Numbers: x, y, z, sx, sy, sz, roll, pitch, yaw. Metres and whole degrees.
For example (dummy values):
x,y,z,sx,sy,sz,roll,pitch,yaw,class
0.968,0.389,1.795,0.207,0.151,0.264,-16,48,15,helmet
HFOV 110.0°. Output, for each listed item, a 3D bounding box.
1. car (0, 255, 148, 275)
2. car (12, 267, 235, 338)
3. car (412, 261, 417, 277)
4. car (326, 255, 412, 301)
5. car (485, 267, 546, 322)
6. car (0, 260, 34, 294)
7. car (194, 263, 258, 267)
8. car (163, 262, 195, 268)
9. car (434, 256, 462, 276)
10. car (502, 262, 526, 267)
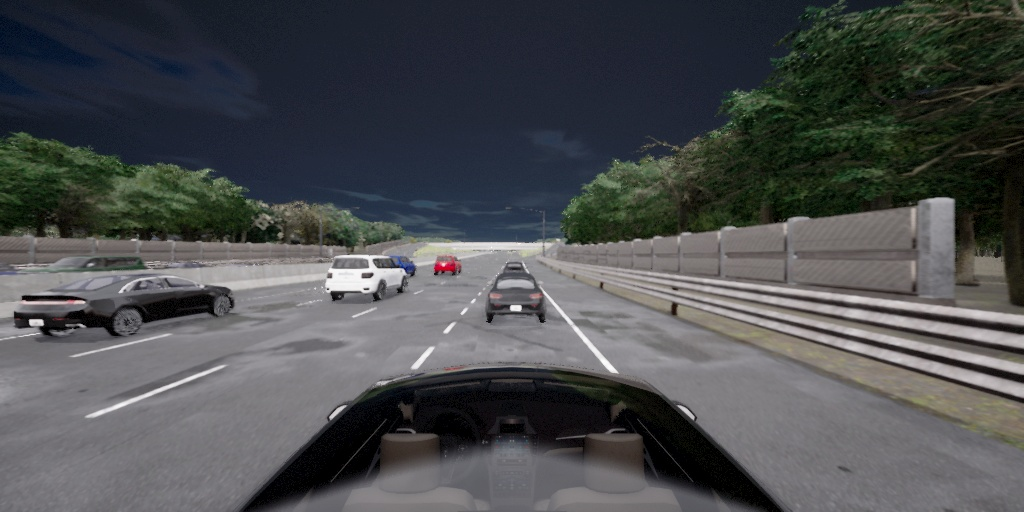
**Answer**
x,y,z,sx,sy,sz,roll,pitch,yaw,class
-24.557,0.987,20.803,2.150,2.045,5.566,0,0,0,car
-10.390,1.249,10.262,2.128,1.511,4.902,0,0,0,car
-10.301,0.989,32.294,2.150,2.045,5.566,0,0,0,car
-6.871,0.986,17.556,2.150,2.045,5.566,0,0,0,car
0.114,1.286,12.293,1.812,1.442,4.674,0,0,0,car
-28.066,1.114,17.996,2.097,1.767,4.553,0,0,0,car
-21.026,1.319,27.715,2.033,1.411,5.357,0,0,0,car
-31.476,1.305,34.405,2.033,1.411,5.357,0,0,1,car
-6.760,0.962,38.149,2.150,2.045,5.566,0,0,0,car
0.190,1.278,30.625,1.837,1.490,4.892,0,0,0,car
